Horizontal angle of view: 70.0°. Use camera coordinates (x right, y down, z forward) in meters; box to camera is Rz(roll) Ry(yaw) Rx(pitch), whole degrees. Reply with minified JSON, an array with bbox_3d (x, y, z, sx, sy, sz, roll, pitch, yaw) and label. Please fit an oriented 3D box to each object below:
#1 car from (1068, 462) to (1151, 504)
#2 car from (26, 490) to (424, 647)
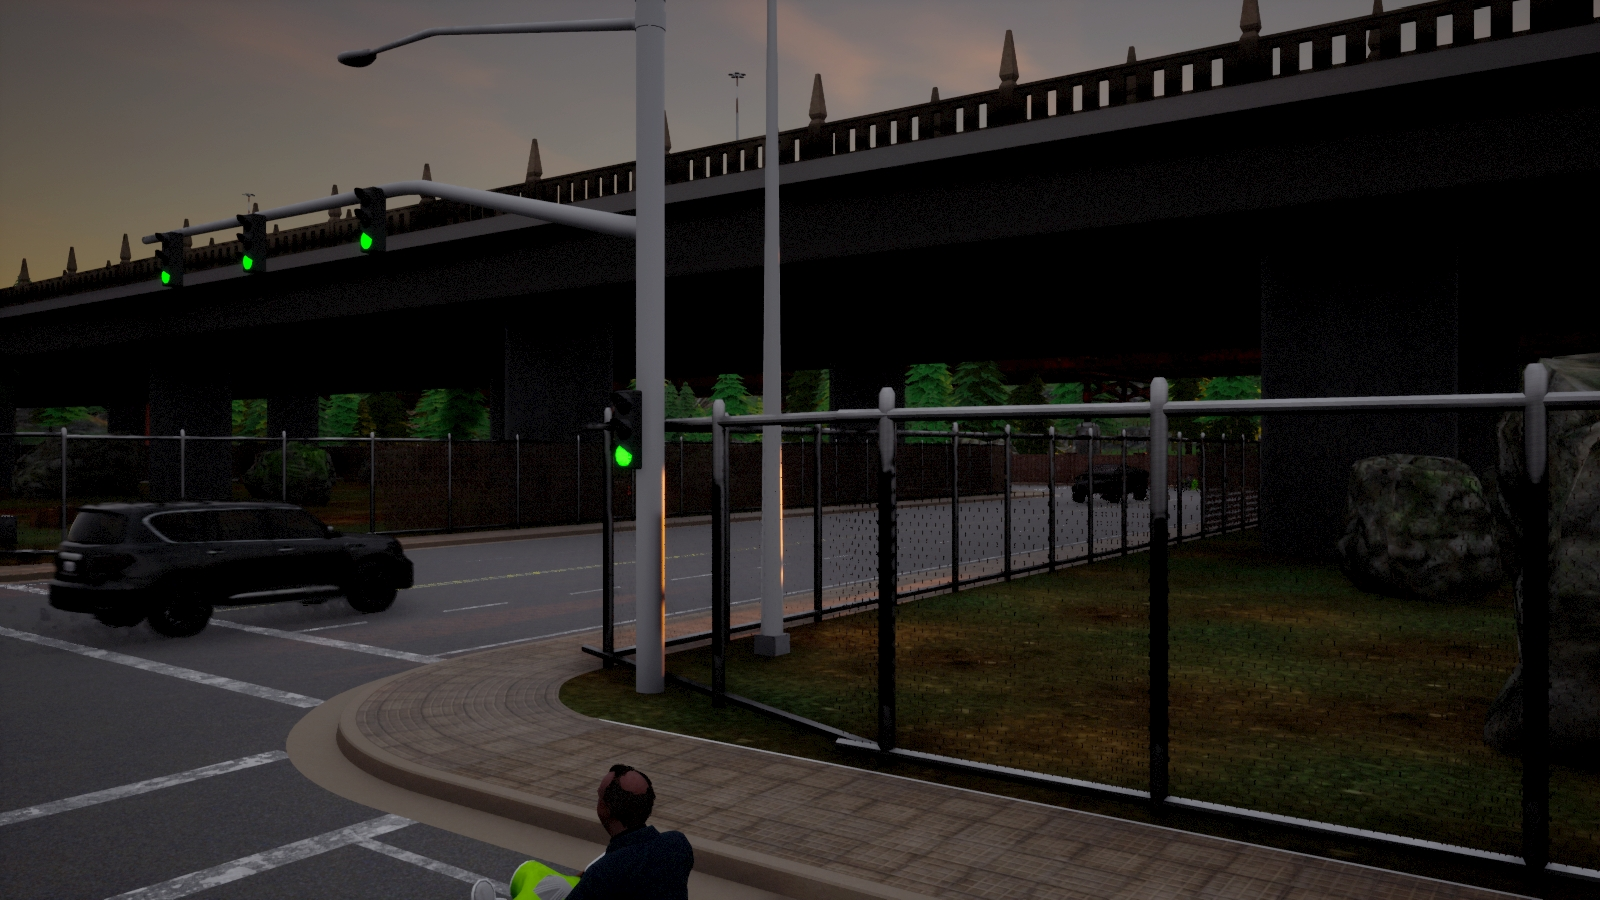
[{"bbox_3d":[16.925,1.753,62.304,2.390,2.098,6.274,0,0,35],"label":"car"},{"bbox_3d":[-9.288,1.772,19.032,2.150,2.045,5.566,0,0,35],"label":"car"}]
